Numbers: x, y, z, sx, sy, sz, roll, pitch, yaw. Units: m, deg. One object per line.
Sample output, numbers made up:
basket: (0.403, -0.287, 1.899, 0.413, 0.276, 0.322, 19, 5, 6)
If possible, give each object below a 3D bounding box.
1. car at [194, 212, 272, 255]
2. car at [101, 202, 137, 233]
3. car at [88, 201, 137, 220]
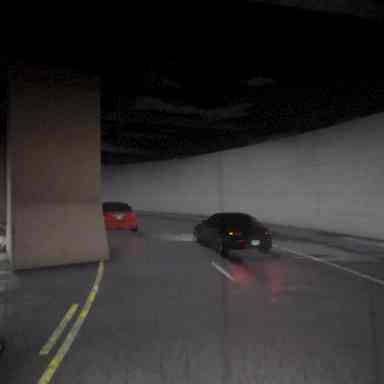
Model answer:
car: (1.485, 1.512, 13.239, 1.812, 1.442, 4.674, 0, 0, -16)
car: (-4.768, 1.363, 19.484, 2.097, 1.767, 4.553, 0, 0, -26)
car: (-7.134, 1.564, 29.457, 2.033, 1.411, 5.357, 0, 0, -41)
